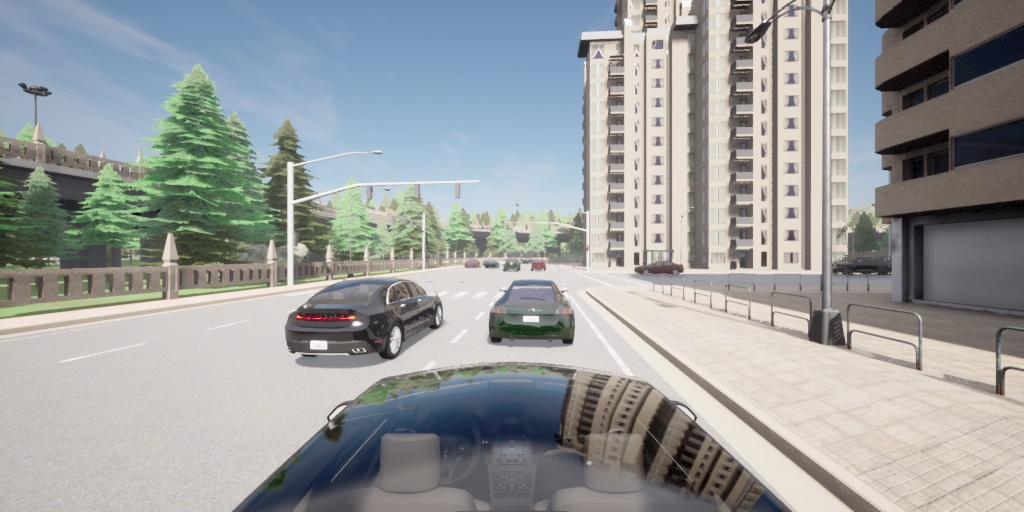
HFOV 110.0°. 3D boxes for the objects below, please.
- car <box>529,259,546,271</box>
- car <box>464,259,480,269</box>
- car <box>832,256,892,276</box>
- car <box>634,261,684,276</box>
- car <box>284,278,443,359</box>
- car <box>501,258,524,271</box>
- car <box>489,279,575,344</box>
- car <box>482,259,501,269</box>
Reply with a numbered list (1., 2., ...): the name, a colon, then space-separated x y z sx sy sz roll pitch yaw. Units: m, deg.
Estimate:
1. car: 3.746 1.225 50.342 1.882 1.535 5.008 0 0 4
2. car: -6.387 1.225 57.897 1.882 1.535 5.008 0 0 5
3. car: 35.960 1.027 37.243 5.566 2.045 2.150 0 0 4
4. car: 15.784 1.282 38.585 5.008 1.535 1.882 0 0 4
5. car: -3.042 1.255 8.455 1.837 1.490 4.892 0 0 5
6. car: 0.113 1.100 48.759 2.097 1.767 4.553 0 0 4
7. car: 0.573 1.314 9.650 1.994 1.385 4.181 0 0 5
8. car: -3.086 1.349 55.296 1.895 1.301 4.718 0 0 5
